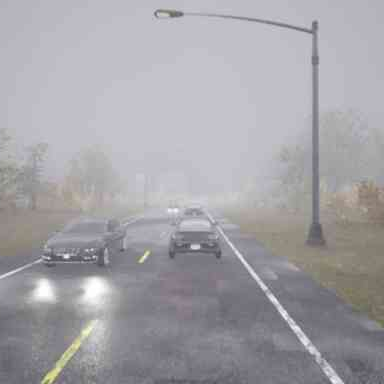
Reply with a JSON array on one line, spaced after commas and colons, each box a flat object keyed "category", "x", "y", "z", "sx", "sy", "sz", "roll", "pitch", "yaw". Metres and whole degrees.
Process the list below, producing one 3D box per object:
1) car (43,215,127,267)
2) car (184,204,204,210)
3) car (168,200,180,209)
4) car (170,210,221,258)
[{"category": "car", "x": -3.578, "y": 1.628, "z": 11.928, "sx": 1.837, "sy": 1.490, "sz": 4.892, "roll": 0, "pitch": -1, "yaw": 0}, {"category": "car", "x": 0.216, "y": 1.863, "z": 32.837, "sx": 1.812, "sy": 1.442, "sz": 4.674, "roll": 0, "pitch": 0, "yaw": 0}, {"category": "car", "x": -3.150, "y": 2.099, "z": 58.348, "sx": 2.128, "sy": 1.511, "sz": 4.902, "roll": 0, "pitch": -1, "yaw": 1}, {"category": "car", "x": 0.118, "y": 1.662, "z": 13.299, "sx": 1.812, "sy": 1.442, "sz": 4.674, "roll": 0, "pitch": 0, "yaw": 0}]
